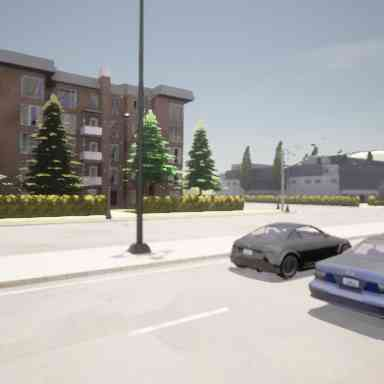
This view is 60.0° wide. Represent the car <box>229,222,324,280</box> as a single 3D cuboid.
[{"bbox_3d":[3.170,1.641,10.316,4.181,1.385,1.994,1,0,-36],"label":"car"}]

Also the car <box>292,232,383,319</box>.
[{"bbox_3d":[4.773,1.621,7.163,5.357,1.411,2.033,1,0,-35],"label":"car"}]
